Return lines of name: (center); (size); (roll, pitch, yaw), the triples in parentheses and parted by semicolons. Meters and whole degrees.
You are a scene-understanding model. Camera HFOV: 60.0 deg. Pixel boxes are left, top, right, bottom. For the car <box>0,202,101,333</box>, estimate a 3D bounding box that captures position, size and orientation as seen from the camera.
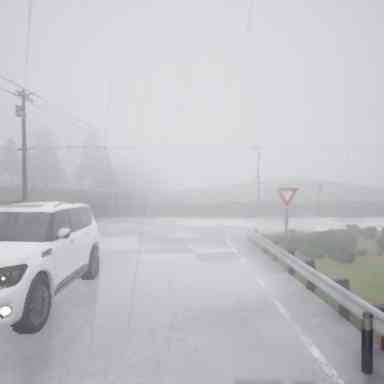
car: (-3.573, 1.260, 7.183); (2.150, 2.045, 5.566); (0, -1, -1)
